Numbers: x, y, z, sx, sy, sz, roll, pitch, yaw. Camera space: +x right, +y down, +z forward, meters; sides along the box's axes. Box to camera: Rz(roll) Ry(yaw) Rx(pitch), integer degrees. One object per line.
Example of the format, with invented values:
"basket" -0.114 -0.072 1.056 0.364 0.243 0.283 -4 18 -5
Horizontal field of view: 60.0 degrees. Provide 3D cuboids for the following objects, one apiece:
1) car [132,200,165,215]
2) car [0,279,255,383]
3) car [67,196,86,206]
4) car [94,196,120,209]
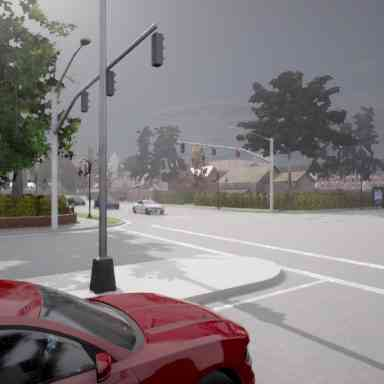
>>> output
"car" -4.618 1.526 34.389 1.812 1.442 4.674 0 0 -35
"car" -1.680 1.478 2.570 5.008 1.535 1.882 0 0 -35
"car" -18.728 1.499 53.890 1.837 1.490 4.892 0 2 -36
"car" -11.108 1.352 43.360 2.097 1.767 4.553 0 0 -36
